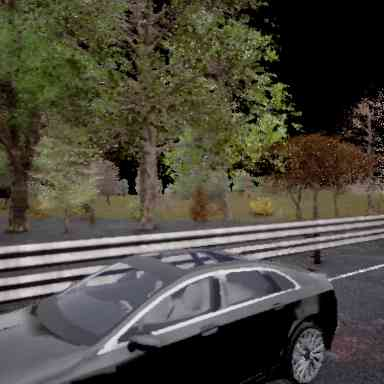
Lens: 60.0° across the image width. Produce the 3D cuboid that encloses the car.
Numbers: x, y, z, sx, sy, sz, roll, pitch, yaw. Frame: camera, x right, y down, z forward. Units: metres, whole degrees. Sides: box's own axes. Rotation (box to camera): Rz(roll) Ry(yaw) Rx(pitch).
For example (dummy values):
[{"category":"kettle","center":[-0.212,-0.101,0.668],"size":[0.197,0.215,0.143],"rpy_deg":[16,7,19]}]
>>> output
[{"category":"car","center":[-0.310,1.492,3.770],"size":[4.902,1.511,2.128],"rpy_deg":[0,0,-35]}]
